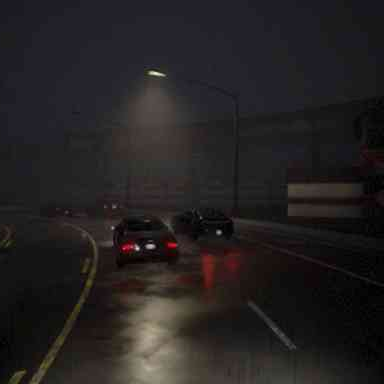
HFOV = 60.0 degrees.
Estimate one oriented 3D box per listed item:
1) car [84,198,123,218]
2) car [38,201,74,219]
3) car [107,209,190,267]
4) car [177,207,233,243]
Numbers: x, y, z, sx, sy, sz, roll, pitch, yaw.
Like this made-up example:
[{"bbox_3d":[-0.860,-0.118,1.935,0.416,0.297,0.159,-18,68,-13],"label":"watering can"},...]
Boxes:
[{"bbox_3d":[-8.192,1.375,30.683,2.097,1.767,4.553,0,0,-40],"label":"car"},{"bbox_3d":[-12.307,1.562,30.083,1.812,1.442,4.674,0,0,-43],"label":"car"},{"bbox_3d":[-1.777,1.552,11.602,2.033,1.411,5.357,0,0,-15],"label":"car"},{"bbox_3d":[0.338,1.488,16.335,2.128,1.511,4.902,0,0,-19],"label":"car"}]
